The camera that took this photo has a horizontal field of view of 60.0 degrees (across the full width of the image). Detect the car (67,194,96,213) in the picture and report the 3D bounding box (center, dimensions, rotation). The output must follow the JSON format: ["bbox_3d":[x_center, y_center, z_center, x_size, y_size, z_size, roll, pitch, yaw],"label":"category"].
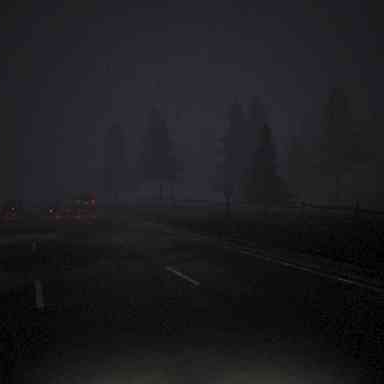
[{"bbox_3d":[-12.317,1.221,37.468,2.150,2.045,5.566,0,0,-26],"label":"car"}]

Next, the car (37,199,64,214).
[{"bbox_3d":[-15.171,1.601,35.481,1.895,1.301,4.718,0,0,-26],"label":"car"}]

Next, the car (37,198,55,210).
[{"bbox_3d":[-19.037,1.564,43.332,1.994,1.385,4.181,0,0,-27],"label":"car"}]

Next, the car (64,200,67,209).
[{"bbox_3d":[-16.581,1.526,46.124,1.812,1.442,4.674,0,0,-26],"label":"car"}]

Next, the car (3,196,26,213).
[{"bbox_3d":[-20.048,1.505,37.465,1.837,1.490,4.892,0,0,-26],"label":"car"}]
